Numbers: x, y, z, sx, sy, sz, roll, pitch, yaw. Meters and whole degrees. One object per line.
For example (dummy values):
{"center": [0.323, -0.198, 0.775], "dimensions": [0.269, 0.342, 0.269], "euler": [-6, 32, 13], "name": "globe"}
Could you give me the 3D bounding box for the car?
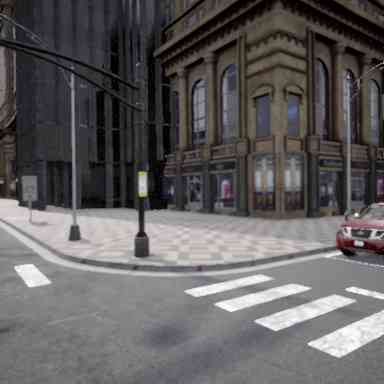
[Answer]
{"center": [7.257, 1.281, 11.838], "dimensions": [5.009, 1.841, 2.192], "euler": [0, -1, -35], "name": "car"}
